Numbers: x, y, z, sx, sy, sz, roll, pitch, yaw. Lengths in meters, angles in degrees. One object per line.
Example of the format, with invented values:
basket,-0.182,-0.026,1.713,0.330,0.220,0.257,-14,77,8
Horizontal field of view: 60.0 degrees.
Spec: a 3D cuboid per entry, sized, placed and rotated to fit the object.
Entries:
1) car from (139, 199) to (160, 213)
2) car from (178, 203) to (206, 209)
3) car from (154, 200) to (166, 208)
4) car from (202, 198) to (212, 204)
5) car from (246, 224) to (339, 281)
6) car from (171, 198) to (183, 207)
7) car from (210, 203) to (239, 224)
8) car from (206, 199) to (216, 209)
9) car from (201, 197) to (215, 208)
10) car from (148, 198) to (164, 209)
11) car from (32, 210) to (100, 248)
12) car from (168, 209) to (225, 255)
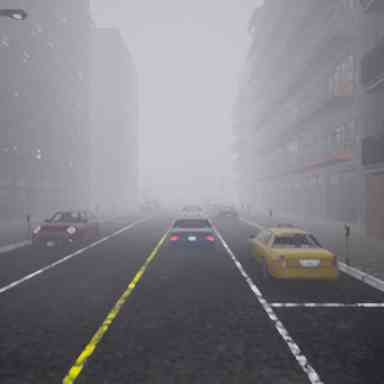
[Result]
car,-5.791,1.973,43.255,2.008,1.369,4.403,1,-1,0
car,0.015,1.885,29.122,1.895,1.301,4.718,0,-1,0
car,-5.785,2.169,59.959,1.802,1.307,4.206,1,-1,0
car,2.858,2.028,48.787,2.008,1.369,4.403,1,-1,0
car,2.714,1.623,9.982,1.752,1.417,4.829,1,-1,0
car,-2.974,2.004,66.690,2.097,1.767,4.553,0,0,0
car,2.783,1.831,27.157,1.947,1.339,4.313,1,-1,0
car,2.854,1.895,37.821,1.752,1.417,4.829,1,-1,0
car,2.866,1.902,59.924,2.192,1.841,5.009,1,-1,0
car,-5.786,1.792,48.825,2.192,1.841,5.009,1,-1,0
car,-5.691,1.590,15.417,1.967,1.590,4.097,1,-1,0
car,0.007,1.684,14.005,2.033,1.411,5.357,0,-1,0
